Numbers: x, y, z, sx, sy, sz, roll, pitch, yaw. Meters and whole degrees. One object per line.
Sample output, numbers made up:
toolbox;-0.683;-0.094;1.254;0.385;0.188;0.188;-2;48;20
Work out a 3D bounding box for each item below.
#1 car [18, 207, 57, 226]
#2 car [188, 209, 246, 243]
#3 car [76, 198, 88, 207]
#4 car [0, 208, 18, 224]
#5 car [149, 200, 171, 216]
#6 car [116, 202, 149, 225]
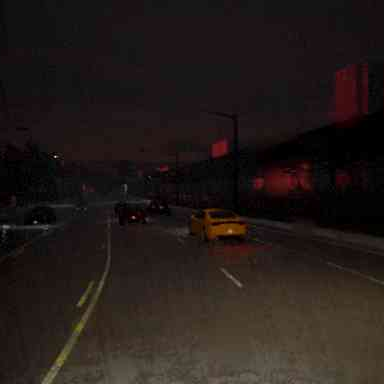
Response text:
car;-12.577;1.937;27.936;2.033;1.411;5.357;-1;0;-14
car;1.113;1.578;16.858;1.882;1.535;5.008;-1;0;-13
car;-22.310;1.996;67.492;2.097;1.767;4.553;-1;0;-14
car;-16.464;2.058;29.074;1.895;1.301;4.718;-1;0;-14
car;-3.666;1.668;36.409;2.097;1.767;4.553;-1;0;-14
car;-4.877;1.742;26.763;1.882;1.535;5.008;-1;0;-14
